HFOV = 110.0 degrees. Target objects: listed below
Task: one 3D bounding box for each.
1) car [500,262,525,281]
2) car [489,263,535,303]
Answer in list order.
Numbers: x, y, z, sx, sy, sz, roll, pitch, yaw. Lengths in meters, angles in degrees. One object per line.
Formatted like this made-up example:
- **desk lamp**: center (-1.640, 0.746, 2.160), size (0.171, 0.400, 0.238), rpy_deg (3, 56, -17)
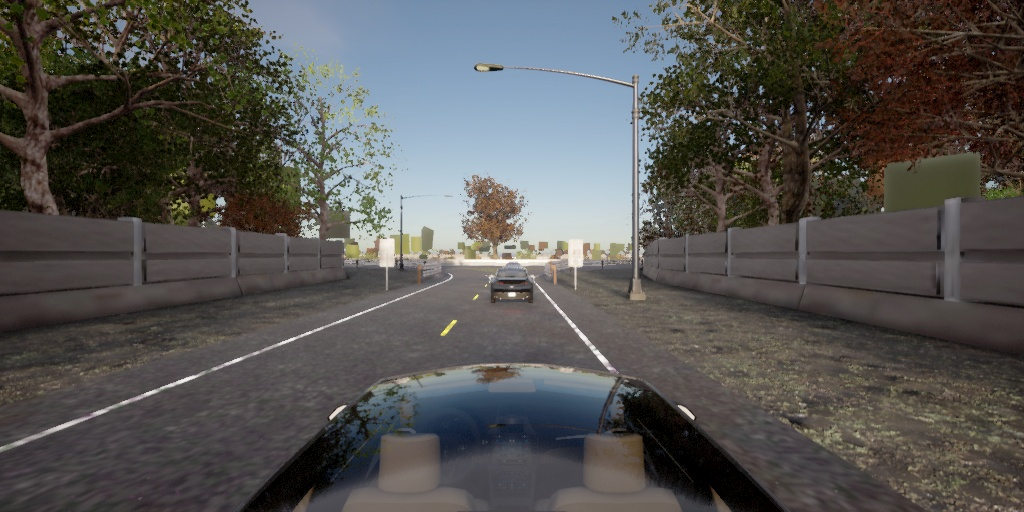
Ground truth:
- **car**: center (0.143, 1.290, 31.368), size (1.812, 1.442, 4.674), rpy_deg (0, 0, 4)
- **car**: center (0.000, 1.269, 16.509), size (1.837, 1.490, 4.892), rpy_deg (0, 0, 0)
